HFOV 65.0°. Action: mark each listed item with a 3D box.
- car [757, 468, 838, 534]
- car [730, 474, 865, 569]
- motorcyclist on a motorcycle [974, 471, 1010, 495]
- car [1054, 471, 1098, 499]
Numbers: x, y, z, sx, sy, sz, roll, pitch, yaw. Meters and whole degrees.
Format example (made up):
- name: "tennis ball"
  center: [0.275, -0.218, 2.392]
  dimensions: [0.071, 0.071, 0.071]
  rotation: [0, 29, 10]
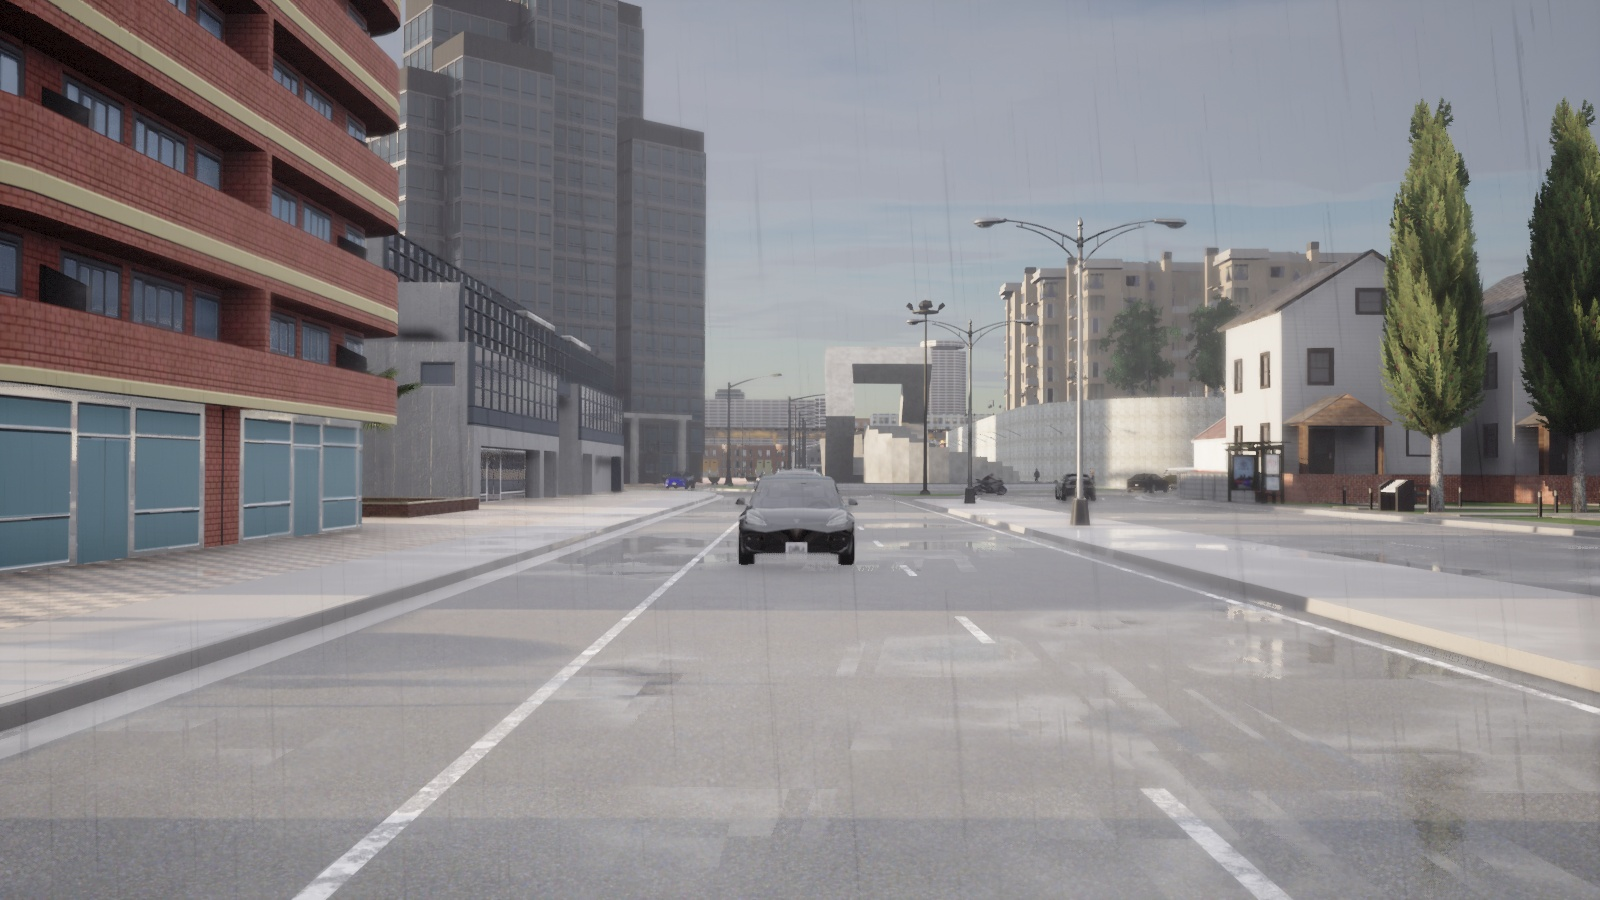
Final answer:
- name: "car"
  center: [-0.079, 1.316, 34.083]
  dimensions: [2.033, 1.649, 4.856]
  rotation: [0, -1, 0]
- name: "car"
  center: [-0.051, 1.192, 22.520]
  dimensions: [2.163, 1.488, 4.792]
  rotation: [0, -1, 0]
- name: "motorcyclist on a motorcycle"
  center: [12.598, 2.184, 82.582]
  dimensions: [2.191, 1.530, 0.866]
  rotation: [0, -1, -6]
- name: "car"
  center: [15.293, 1.928, 69.798]
  dimensions: [1.837, 1.490, 4.892]
  rotation: [0, -1, 6]
